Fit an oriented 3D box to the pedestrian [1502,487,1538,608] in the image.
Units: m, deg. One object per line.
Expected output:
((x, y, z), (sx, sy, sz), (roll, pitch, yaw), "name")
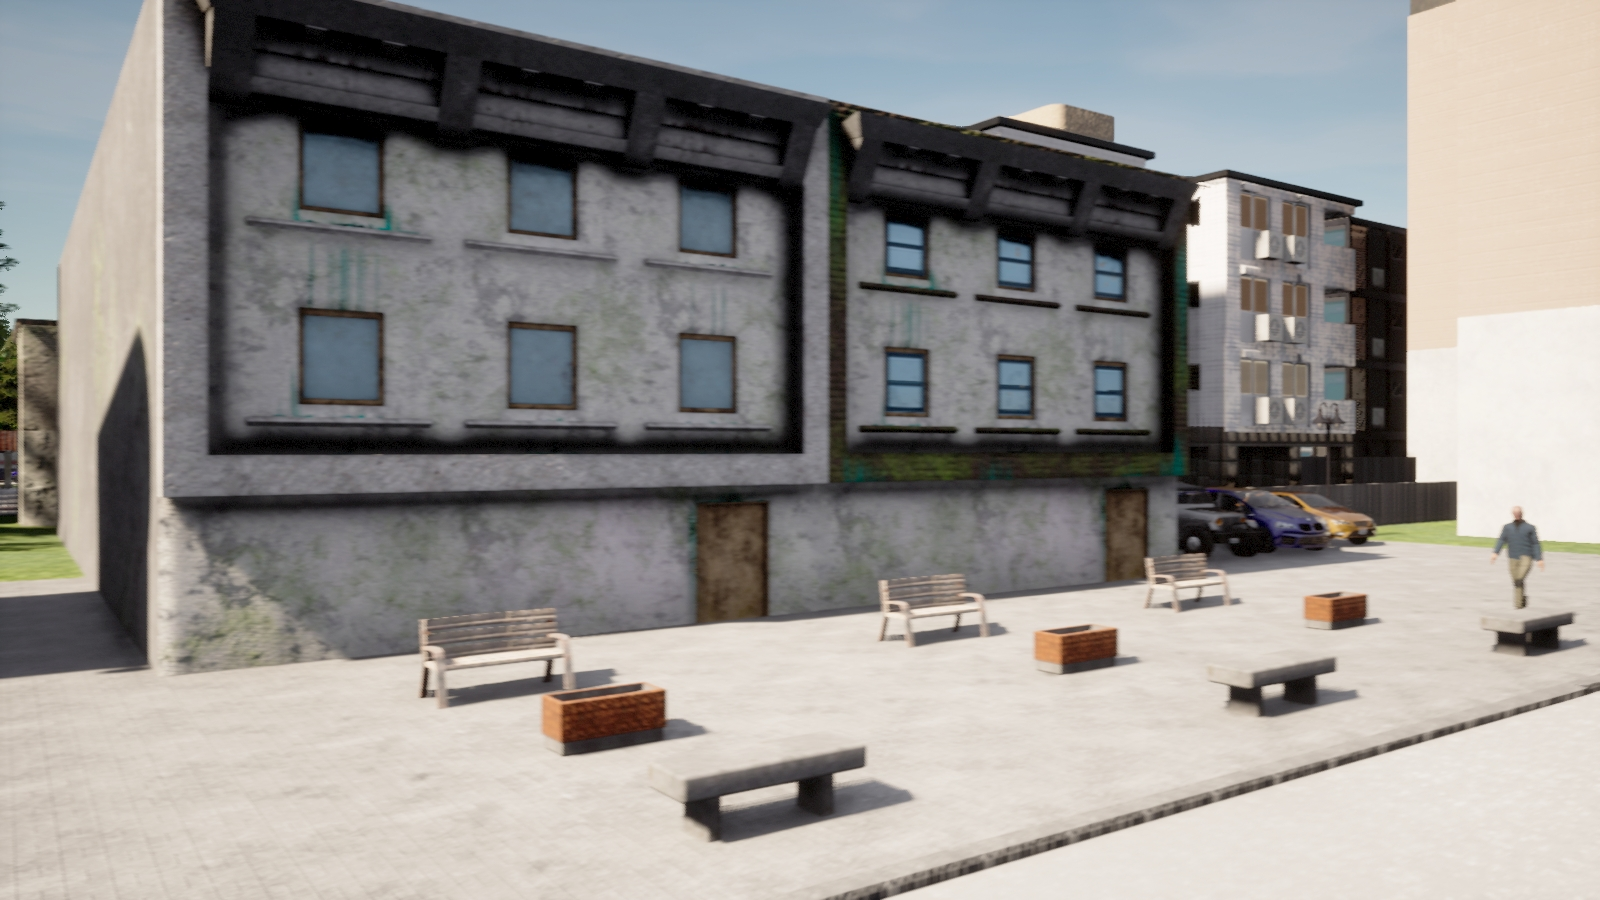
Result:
((11.348, 1.525, 18.012), (0.375, 1.860, 0.375), (0, 0, -38), "pedestrian")
